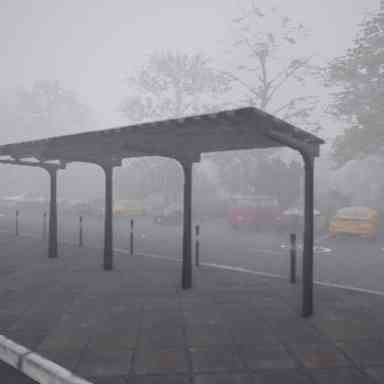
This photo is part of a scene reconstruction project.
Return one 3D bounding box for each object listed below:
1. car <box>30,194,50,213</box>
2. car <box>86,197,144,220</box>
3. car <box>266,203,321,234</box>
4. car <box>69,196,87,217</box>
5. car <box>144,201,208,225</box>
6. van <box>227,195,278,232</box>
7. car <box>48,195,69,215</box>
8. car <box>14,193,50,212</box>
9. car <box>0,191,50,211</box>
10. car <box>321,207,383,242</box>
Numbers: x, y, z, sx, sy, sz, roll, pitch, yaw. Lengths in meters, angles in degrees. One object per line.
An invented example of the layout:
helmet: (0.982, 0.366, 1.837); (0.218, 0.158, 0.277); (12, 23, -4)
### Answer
car: (-11.978, 1.192, 31.232); (2.097, 1.535, 5.008); (1, 0, 35)
car: (-5.305, 1.285, 26.250); (1.946, 1.575, 5.366); (1, 0, 35)
car: (6.106, 1.489, 18.354); (2.002, 1.452, 4.674); (1, 0, 35)
car: (-7.442, 1.286, 28.034); (2.163, 1.488, 4.792); (1, 0, 35)
car: (-0.691, 1.382, 23.159); (2.163, 1.488, 4.792); (1, 0, 35)
van: (3.917, 1.191, 20.058); (1.878, 1.987, 4.442); (1, 0, 35)
car: (-9.716, 1.226, 29.624); (2.231, 1.521, 4.892); (1, 0, 35)
car: (-14.240, 1.160, 32.841); (2.097, 1.535, 5.008); (1, 0, 35)
car: (-16.519, 0.877, 34.421); (2.435, 2.045, 5.566); (1, 0, 35)
car: (8.368, 1.481, 16.742); (2.097, 1.535, 5.008); (1, 0, 35)
